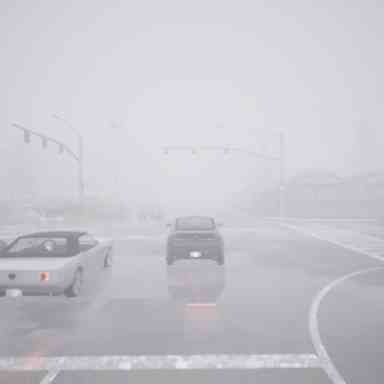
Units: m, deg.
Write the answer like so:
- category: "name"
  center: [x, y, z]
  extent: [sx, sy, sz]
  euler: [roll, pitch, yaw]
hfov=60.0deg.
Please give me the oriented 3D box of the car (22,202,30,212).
- category: "car"
  center: [-21.016, 1.828, 44.731]
  extent: [1.812, 1.442, 4.674]
  euler: [0, 0, 0]

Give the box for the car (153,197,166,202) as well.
- category: "car"
  center: [-6.992, 1.949, 69.118]
  extent: [1.812, 1.442, 4.674]
  euler: [0, 0, 0]

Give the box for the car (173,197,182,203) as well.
- category: "car"
  center: [-3.491, 1.963, 78.318]
  extent: [1.895, 1.301, 4.718]
  euler: [0, 0, 0]

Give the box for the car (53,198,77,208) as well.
- category: "car"
  center: [-20.994, 1.856, 55.077]
  extent: [2.128, 1.511, 4.902]
  euler: [0, 0, 0]

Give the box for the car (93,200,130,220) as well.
- category: "car"
  center: [-6.897, 1.740, 29.945]
  extent: [2.033, 1.411, 5.357]
  euler: [0, 0, 0]

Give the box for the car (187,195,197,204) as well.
- category: "car"
  center: [0.009, 1.713, 80.641]
  extent: [2.150, 2.045, 5.566]
  euler: [0, 0, 1]

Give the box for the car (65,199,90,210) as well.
- category: "car"
  center: [-17.495, 1.827, 51.017]
  extent: [2.128, 1.511, 4.902]
  euler: [0, 0, 0]

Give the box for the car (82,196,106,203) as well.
- category: "car"
  center: [-14.023, 1.520, 45.840]
  extent: [2.150, 2.045, 5.566]
  euler: [0, 0, 0]

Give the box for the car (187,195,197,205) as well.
- category: "car"
  center: [0.008, 1.951, 70.385]
  extent: [2.128, 1.511, 4.902]
  euler: [0, 0, 0]

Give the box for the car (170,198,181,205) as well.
- category: "car"
  center: [-3.492, 1.945, 69.118]
  extent: [1.812, 1.442, 4.674]
  euler: [0, 0, 0]

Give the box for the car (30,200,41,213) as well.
- category: "car"
  center: [-17.555, 1.768, 41.220]
  extent: [2.128, 1.511, 4.902]
  euler: [0, 0, 0]

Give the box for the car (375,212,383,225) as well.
- category: "car"
  center: [15.207, 1.643, 22.932]
  extent: [4.674, 1.442, 1.812]
  euler: [0, 0, 2]

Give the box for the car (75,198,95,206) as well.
- category: "car"
  center: [-20.993, 1.970, 65.473]
  extent: [2.033, 1.411, 5.357]
  euler: [0, 0, 0]

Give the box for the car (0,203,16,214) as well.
- category: "car"
  center: [-21.078, 1.850, 35.785]
  extent: [1.895, 1.301, 4.718]
  euler: [0, 0, 0]

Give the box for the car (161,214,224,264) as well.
- category: "car"
  center: [0.100, 1.579, 12.115]
  extent: [1.837, 1.490, 4.892]
  euler: [0, 0, 0]

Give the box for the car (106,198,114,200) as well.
- category: "car"
  center: [-13.994, 1.865, 55.970]
  extent: [1.837, 1.490, 4.892]
  euler: [0, 0, 0]

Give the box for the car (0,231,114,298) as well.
- category: "car"
  center: [-3.400, 1.659, 8.607]
  extent: [1.895, 1.301, 4.718]
  euler: [0, 0, 0]

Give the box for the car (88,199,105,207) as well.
- category: "car"
  center: [-17.493, 1.960, 61.055]
  extent: [1.994, 1.385, 4.181]
  euler: [0, 0, 0]

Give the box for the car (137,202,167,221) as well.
- category: "car"
  center: [-3.398, 1.780, 28.582]
  extent: [1.895, 1.301, 4.718]
  euler: [0, 0, 0]

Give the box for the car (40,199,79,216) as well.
- category: "car"
  center: [-14.046, 1.717, 35.901]
  extent: [1.882, 1.535, 5.008]
  euler: [0, 0, -1]
